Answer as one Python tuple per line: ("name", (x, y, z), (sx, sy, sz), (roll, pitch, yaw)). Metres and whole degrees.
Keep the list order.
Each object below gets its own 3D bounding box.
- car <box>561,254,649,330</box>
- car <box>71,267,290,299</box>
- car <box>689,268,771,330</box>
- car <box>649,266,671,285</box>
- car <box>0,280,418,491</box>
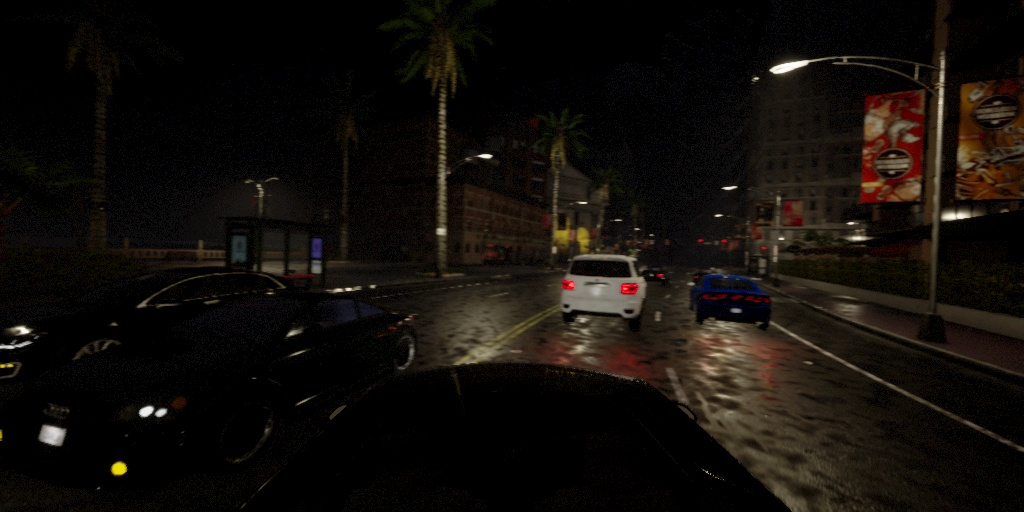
("car", (3.158, 0.990, 11.711), (2.150, 2.045, 5.566), (2, 0, 22))
("car", (-6.075, 0.984, 6.593), (1.837, 1.490, 4.892), (2, 1, 17))
("car", (7.266, 1.393, 12.336), (1.882, 1.535, 5.008), (2, 1, 23))
("car", (11.206, 1.459, 28.017), (2.033, 1.411, 5.357), (2, 1, 28))
("car", (-2.970, 1.176, 4.645), (1.994, 1.385, 4.181), (2, 1, 15))
